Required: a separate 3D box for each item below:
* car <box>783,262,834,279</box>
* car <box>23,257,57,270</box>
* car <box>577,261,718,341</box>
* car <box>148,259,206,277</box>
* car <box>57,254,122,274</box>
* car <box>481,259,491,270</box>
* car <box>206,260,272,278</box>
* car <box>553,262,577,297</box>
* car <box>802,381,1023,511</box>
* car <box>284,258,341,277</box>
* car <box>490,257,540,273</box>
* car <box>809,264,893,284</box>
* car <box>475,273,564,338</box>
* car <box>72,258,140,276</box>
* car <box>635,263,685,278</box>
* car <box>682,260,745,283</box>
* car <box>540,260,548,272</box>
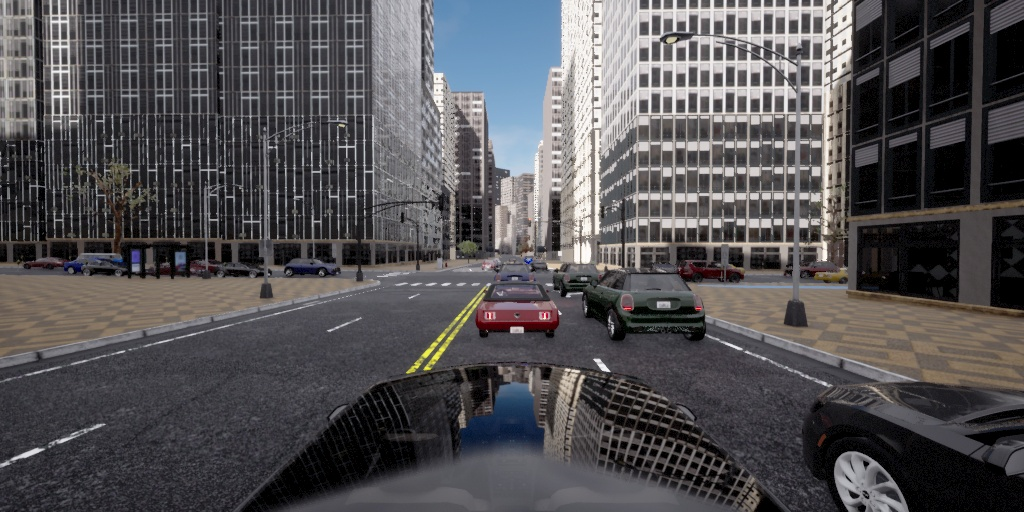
[{"bbox_3d":[29.345,1.329,35.151,4.553,1.767,2.097,1,1,1],"label":"car"},{"bbox_3d":[-50.889,0.794,39.391,4.207,1.307,1.802,0,0,1],"label":"car"},{"bbox_3d":[3.359,1.098,10.045,2.097,1.767,4.553,0,0,0],"label":"car"},{"bbox_3d":[-28.355,1.139,30.391,4.207,1.307,1.802,0,0,1],"label":"car"},{"bbox_3d":[-38.421,0.899,33.311,5.008,1.535,1.882,1,1,2],"label":"car"},{"bbox_3d":[-3.224,1.241,50.612,1.812,1.442,4.674,0,0,0],"label":"car"},{"bbox_3d":[-22.671,1.174,30.246,4.313,1.339,1.948,0,0,1],"label":"car"},{"bbox_3d":[3.385,1.093,18.983,2.097,1.767,4.553,0,0,0],"label":"car"},{"bbox_3d":[3.342,1.255,0.990,1.837,1.490,4.892,0,0,0],"label":"car"},{"bbox_3d":[-18.167,0.958,32.815,4.553,1.767,2.097,1,1,2],"label":"car"},{"bbox_3d":[0.136,1.092,19.136,2.097,1.767,4.553,0,0,0],"label":"car"},{"bbox_3d":[27.700,1.579,29.410,4.829,1.417,1.751,0,0,1],"label":"car"},{"bbox_3d":[0.115,1.347,10.142,1.895,1.301,4.718,0,0,0],"label":"car"},{"bbox_3d":[-34.035,1.070,30.577,4.313,1.339,1.948,0,0,1],"label":"car"},{"bbox_3d":[14.557,1.408,35.496,4.181,1.385,1.994,1,1,3],"label":"car"},{"bbox_3d":[16.253,1.269,29.632,5.009,1.841,2.192,0,0,1],"label":"car"},{"bbox_3d":[3.436,1.212,45.803,2.128,1.511,4.902,0,0,-2],"label":"car"}]
